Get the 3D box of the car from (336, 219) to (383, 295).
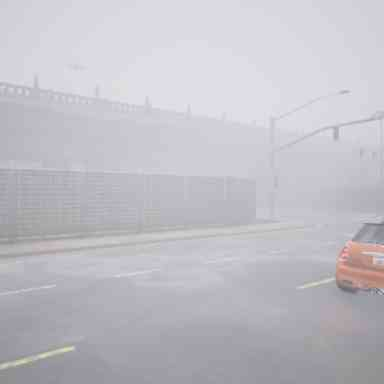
[{"bbox_3d":[5.382,1.368,7.638,4.553,1.767,2.097,0,0,-35],"label":"car"}]
